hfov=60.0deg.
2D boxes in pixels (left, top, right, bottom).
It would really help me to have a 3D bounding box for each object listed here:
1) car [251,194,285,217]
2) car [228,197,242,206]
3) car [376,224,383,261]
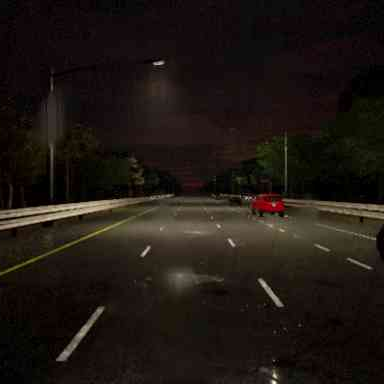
[{"bbox_3d":[7.031,1.234,31.151,2.150,2.045,5.566,0,0,0],"label":"car"},{"bbox_3d":[7.106,1.569,55.245,1.837,1.490,4.892,0,0,0],"label":"car"},{"bbox_3d":[6.998,1.225,8.316,2.150,2.045,5.566,0,0,0],"label":"car"}]
